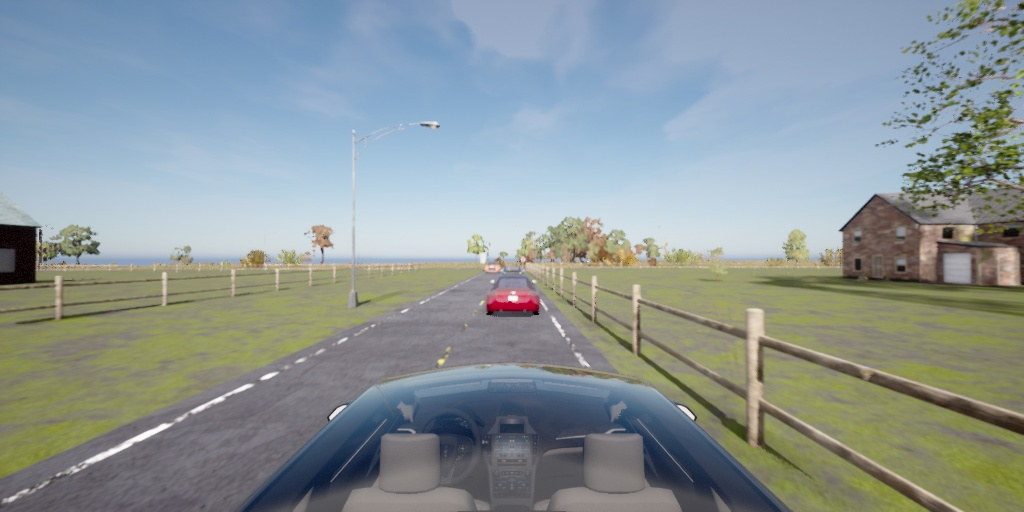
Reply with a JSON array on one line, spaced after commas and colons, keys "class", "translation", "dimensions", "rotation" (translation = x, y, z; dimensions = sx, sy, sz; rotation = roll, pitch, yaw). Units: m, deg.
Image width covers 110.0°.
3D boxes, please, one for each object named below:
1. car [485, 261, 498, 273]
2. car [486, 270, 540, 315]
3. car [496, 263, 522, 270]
[{"class": "car", "translation": [-2.819, 1.572, 52.329], "dimensions": [2.097, 1.767, 4.553], "rotation": [0, 0, 0]}, {"class": "car", "translation": [0.051, 1.434, 14.290], "dimensions": [1.994, 1.385, 4.181], "rotation": [0, 0, 1]}, {"class": "car", "translation": [0.053, 1.501, 29.167], "dimensions": [2.128, 1.511, 4.902], "rotation": [0, 0, 1]}]
